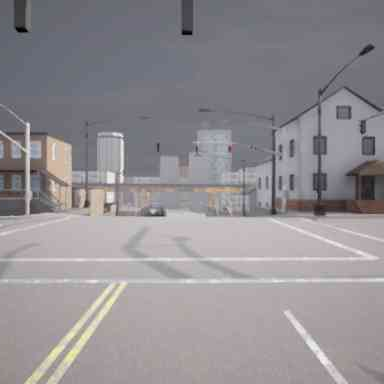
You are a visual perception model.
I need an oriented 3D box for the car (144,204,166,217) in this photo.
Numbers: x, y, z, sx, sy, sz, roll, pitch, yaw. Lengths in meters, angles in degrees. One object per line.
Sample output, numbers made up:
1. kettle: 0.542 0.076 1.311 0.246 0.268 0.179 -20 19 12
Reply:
1. car: -3.607 1.951 33.167 2.128 1.511 4.902 0 -8 0
